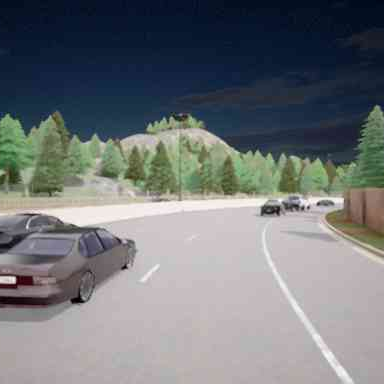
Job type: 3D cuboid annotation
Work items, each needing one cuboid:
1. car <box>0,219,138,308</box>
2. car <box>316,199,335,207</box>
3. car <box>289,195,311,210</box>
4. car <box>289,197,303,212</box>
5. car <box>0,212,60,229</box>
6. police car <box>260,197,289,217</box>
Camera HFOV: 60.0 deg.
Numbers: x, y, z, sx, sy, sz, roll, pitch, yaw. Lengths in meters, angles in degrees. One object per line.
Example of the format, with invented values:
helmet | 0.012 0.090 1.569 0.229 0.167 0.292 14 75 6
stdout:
car | -2.884 1.557 8.182 2.033 1.411 5.357 0 0 6
car | 24.063 1.864 59.837 1.994 1.385 4.181 0 0 44
car | 14.705 1.435 45.871 2.150 2.045 5.566 0 0 32
car | 12.026 1.689 41.368 1.837 1.490 4.892 0 0 29
car | -5.855 1.511 12.211 1.837 1.490 4.892 0 0 8
police car | 8.240 1.567 33.680 1.930 1.638 5.238 0 0 23
